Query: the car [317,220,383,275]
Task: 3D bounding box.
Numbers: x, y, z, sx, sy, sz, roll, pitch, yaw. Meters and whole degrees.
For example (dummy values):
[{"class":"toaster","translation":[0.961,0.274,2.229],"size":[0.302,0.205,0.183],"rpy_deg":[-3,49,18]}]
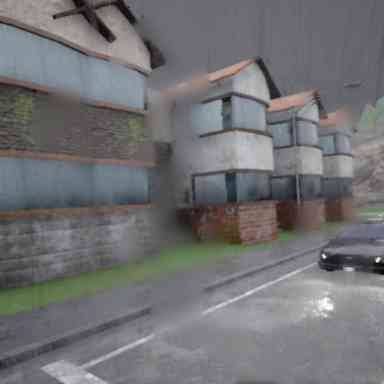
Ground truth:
[{"class":"car","translation":[5.924,1.660,10.901],"size":[2.033,1.411,5.357],"rpy_deg":[-5,-3,41]}]
